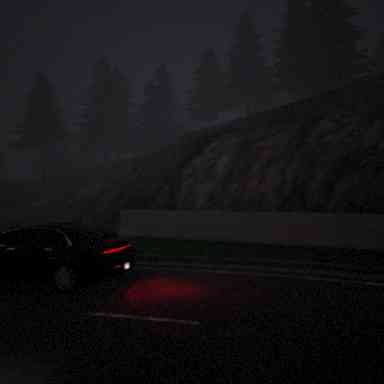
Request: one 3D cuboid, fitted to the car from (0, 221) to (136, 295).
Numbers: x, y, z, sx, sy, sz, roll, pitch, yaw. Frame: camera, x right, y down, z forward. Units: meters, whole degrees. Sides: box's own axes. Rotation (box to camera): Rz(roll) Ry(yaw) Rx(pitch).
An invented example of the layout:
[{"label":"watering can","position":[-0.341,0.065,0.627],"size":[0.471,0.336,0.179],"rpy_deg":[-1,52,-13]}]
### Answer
[{"label":"car","position":[-3.837,1.507,8.430],"size":[4.892,1.490,1.837],"rpy_deg":[-1,0,16]}]
